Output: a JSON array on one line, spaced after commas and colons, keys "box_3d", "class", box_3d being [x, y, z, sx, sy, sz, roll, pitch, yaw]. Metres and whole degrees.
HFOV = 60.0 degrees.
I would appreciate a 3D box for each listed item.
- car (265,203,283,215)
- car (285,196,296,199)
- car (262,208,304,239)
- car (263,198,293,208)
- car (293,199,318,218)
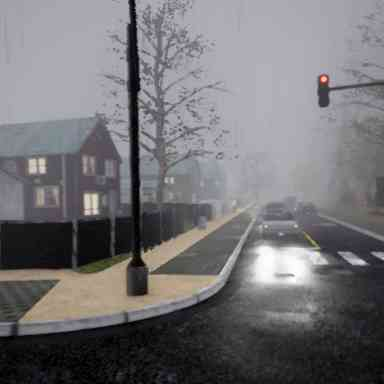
[{"box_3d": [9.837, 2.010, 40.036, 1.895, 1.301, 4.718, -2, -1, 13], "class": "car"}, {"box_3d": [16.237, 1.696, 54.985, 2.150, 2.045, 5.566, -2, -1, 13], "class": "car"}, {"box_3d": [4.924, 1.812, 18.700, 1.895, 1.301, 4.718, -2, -1, 13], "class": "car"}, {"box_3d": [7.144, 1.653, 28.372, 2.097, 1.767, 4.553, -2, -1, 13], "class": "car"}, {"box_3d": [11.217, 1.756, 32.933, 2.128, 1.511, 4.902, -2, -1, 13], "class": "car"}]
